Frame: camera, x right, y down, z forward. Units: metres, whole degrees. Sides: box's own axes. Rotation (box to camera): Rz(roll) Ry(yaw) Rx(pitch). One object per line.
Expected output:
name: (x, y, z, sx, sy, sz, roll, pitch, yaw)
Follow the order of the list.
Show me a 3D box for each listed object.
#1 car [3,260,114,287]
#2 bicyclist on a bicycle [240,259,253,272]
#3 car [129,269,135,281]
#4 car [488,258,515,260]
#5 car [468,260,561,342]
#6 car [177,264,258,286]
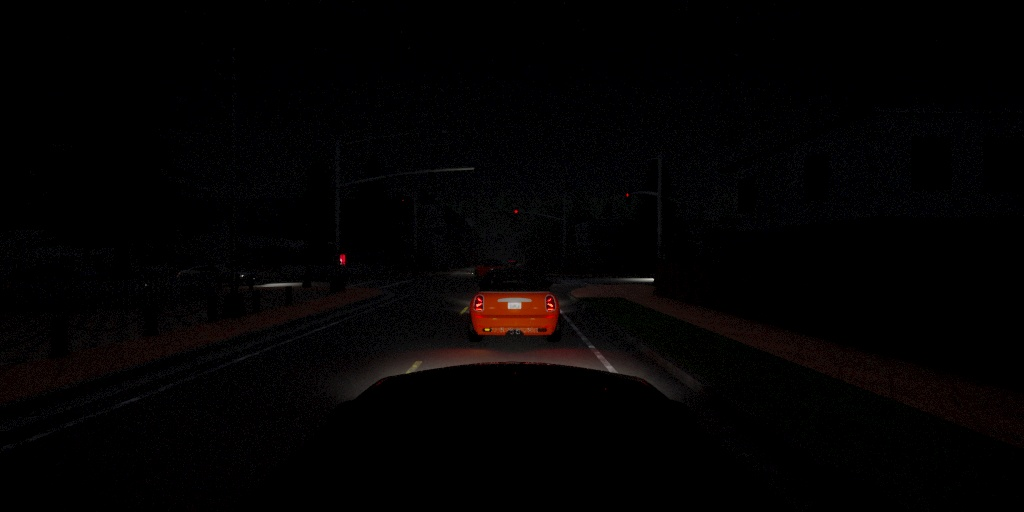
car: (-30.185, 1.243, 24.122, 5.008, 1.535, 1.882, 0, 0, -1)
bicyclist on a bicycle: (-23.569, 1.066, 31.794, 0.582, 1.620, 1.656, 0, 0, -2)
car: (-32.028, 1.329, 27.752, 4.181, 1.385, 1.994, 0, 0, -2)
car: (-1.543, 1.098, 29.917, 2.097, 1.767, 4.553, 0, 0, -26)
car: (0.069, 1.102, 9.944, 2.097, 1.767, 4.553, 0, 0, 0)
car: (-20.005, 1.291, 24.435, 4.674, 1.442, 1.812, 0, 0, -2)
